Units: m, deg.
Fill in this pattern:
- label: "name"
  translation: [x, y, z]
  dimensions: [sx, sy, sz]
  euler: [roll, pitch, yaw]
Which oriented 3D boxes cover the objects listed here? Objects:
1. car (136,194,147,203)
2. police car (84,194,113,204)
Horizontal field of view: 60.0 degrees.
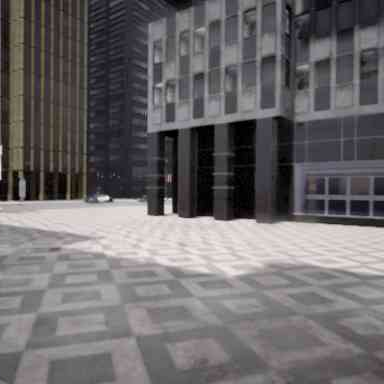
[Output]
- label: "car"
  translation: [-8.087, 1.200, 60.988]
  dimensions: [2.128, 1.511, 4.902]
  euler: [1, 0, 36]
- label: "police car"
  translation: [-15.708, 1.165, 55.928]
  dimensions: [2.038, 1.542, 4.974]
  euler: [1, 0, 36]
